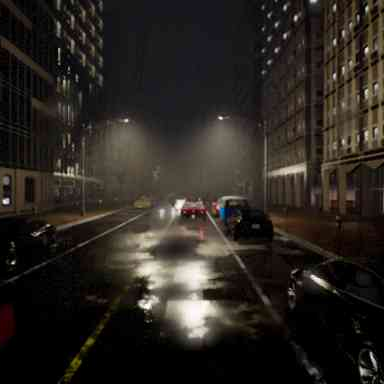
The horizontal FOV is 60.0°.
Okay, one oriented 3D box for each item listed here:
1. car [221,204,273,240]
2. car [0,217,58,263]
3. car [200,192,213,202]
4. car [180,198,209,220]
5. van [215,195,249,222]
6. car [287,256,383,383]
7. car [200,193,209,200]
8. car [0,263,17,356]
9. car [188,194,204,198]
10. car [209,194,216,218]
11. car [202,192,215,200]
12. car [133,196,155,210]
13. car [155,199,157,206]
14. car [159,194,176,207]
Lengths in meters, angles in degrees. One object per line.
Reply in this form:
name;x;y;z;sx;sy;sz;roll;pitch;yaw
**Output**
car;2.687;1.458;16.033;1.947;1.339;4.313;0;0;0
car;-5.692;1.497;10.347;1.947;1.339;4.313;0;0;0
car;2.675;0.871;61.568;2.192;1.841;5.009;0;0;0
car;0.092;1.424;25.875;1.895;1.301;4.718;0;0;0
van;2.686;1.194;21.725;1.690;1.788;3.998;0;0;0
car;2.691;1.535;4.649;1.947;1.339;4.313;0;0;0
car;2.670;0.990;73.123;1.752;1.417;4.829;0;0;0
car;-3.101;1.588;1.842;1.895;1.301;4.718;0;0;0
car;0.086;1.275;41.235;1.994;1.385;4.181;0;0;0
car;2.684;1.253;27.417;1.967;1.590;4.097;0;0;0
car;2.678;0.959;50.184;2.192;1.841;5.009;0;0;0
car;-5.700;1.256;38.639;1.752;1.417;4.829;0;0;0
car;-5.702;1.237;44.503;2.008;1.369;4.403;0;0;0
car;-3.105;1.294;43.565;1.895;1.301;4.718;0;0;0
